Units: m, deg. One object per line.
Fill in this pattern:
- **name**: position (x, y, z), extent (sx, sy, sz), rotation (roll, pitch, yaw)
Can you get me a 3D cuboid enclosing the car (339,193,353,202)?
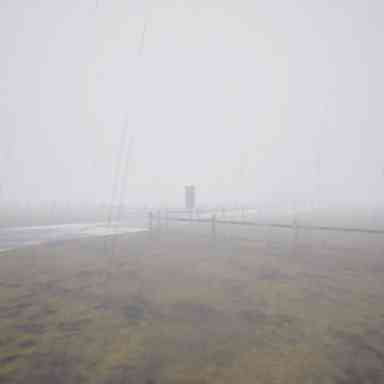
- **car**: position (39.177, 1.709, 85.403), extent (2.033, 1.411, 5.357), rotation (-1, 0, 36)
